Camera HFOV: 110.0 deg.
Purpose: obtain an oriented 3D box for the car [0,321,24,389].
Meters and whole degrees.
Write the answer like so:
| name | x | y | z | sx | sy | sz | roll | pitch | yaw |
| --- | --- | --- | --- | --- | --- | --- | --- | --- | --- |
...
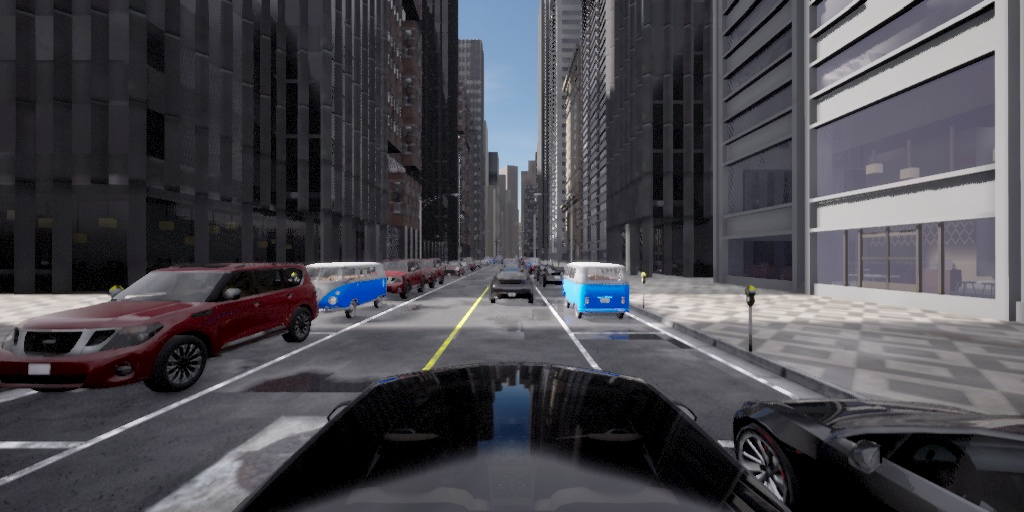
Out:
| name | x | y | z | sx | sy | sz | roll | pitch | yaw |
| --- | --- | --- | --- | --- | --- | --- | --- | --- | --- |
| car | -5.762 | 1.298 | 1.274 | 2.007 | 1.370 | 4.403 | 0 | 0 | 0 |

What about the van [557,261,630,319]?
| name | x | y | z | sx | sy | sz | roll | pitch | yaw |
| --- | --- | --- | --- | --- | --- | --- | --- | --- | --- |
| van | 2.763 | 1.090 | 12.510 | 1.690 | 1.789 | 3.998 | 0 | 0 | 0 |

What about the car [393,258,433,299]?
| name | x | y | z | sx | sy | sz | roll | pitch | yaw |
| --- | --- | --- | --- | --- | --- | --- | --- | --- | --- |
| car | -5.762 | 1.065 | 18.103 | 2.192 | 1.841 | 5.009 | 0 | 0 | 0 |

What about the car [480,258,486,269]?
| name | x | y | z | sx | sy | sz | roll | pitch | yaw |
| --- | --- | --- | --- | --- | --- | --- | --- | --- | --- |
| car | -5.762 | 1.341 | 57.368 | 1.948 | 1.339 | 4.313 | 0 | 0 | 0 |

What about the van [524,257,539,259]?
| name | x | y | z | sx | sy | sz | roll | pitch | yaw |
| --- | --- | --- | --- | --- | --- | --- | --- | --- | --- |
| van | 2.763 | 1.107 | 46.164 | 1.690 | 1.789 | 3.998 | 0 | 0 | 0 |

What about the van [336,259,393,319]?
| name | x | y | z | sx | sy | sz | roll | pitch | yaw |
| --- | --- | --- | --- | --- | --- | --- | --- | --- | --- |
| van | -5.762 | 1.090 | 12.492 | 1.690 | 1.789 | 3.998 | 0 | 0 | 0 |

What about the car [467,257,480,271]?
| name | x | y | z | sx | sy | sz | roll | pitch | yaw |
| --- | --- | --- | --- | --- | --- | --- | --- | --- | --- |
| car | -5.762 | 1.081 | 46.149 | 2.192 | 1.841 | 5.009 | 0 | 0 | 0 |

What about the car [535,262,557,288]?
| name | x | y | z | sx | sy | sz | roll | pitch | yaw |
| --- | --- | --- | --- | --- | --- | --- | --- | --- | --- |
| car | 2.763 | 1.319 | 23.728 | 1.948 | 1.339 | 4.313 | 0 | 0 | 0 |

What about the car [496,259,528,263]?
| name | x | y | z | sx | sy | sz | roll | pitch | yaw |
| --- | --- | --- | --- | --- | --- | --- | --- | --- | --- |
| car | 0.000 | 1.253 | 31.501 | 2.128 | 1.511 | 4.902 | 0 | 0 | 0 |

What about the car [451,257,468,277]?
| name | x | y | z | sx | sy | sz | roll | pitch | yaw |
| --- | --- | --- | --- | --- | --- | --- | --- | --- | --- |
| car | -5.762 | 1.199 | 34.931 | 1.967 | 1.591 | 4.097 | 0 | 0 | 0 |

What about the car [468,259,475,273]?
| name | x | y | z | sx | sy | sz | roll | pitch | yaw |
| --- | --- | --- | --- | --- | --- | --- | --- | --- | --- |
| car | -5.762 | 1.313 | 40.540 | 2.007 | 1.370 | 4.403 | 0 | 0 | 0 |

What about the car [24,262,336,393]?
| name | x | y | z | sx | sy | sz | roll | pitch | yaw |
| --- | --- | --- | --- | --- | --- | --- | --- | --- | --- |
| car | -5.762 | 1.063 | 6.884 | 2.192 | 1.841 | 5.009 | 0 | 0 | 0 |

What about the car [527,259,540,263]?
| name | x | y | z | sx | sy | sz | roll | pitch | yaw |
| --- | --- | --- | --- | --- | --- | --- | --- | --- | --- |
| car | 2.763 | 1.307 | 40.555 | 1.888 | 1.381 | 4.507 | 0 | 0 | 0 |

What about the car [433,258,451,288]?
| name | x | y | z | sx | sy | sz | roll | pitch | yaw |
| --- | --- | --- | --- | --- | --- | --- | --- | --- | --- |
| car | -5.762 | 1.068 | 23.711 | 2.192 | 1.841 | 5.009 | 0 | 0 | 0 |

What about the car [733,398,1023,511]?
| name | x | y | z | sx | sy | sz | roll | pitch | yaw |
| --- | --- | --- | --- | --- | --- | --- | --- | --- | --- |
| car | 2.763 | 1.313 | 1.292 | 1.948 | 1.339 | 4.313 | 0 | 0 | 0 |

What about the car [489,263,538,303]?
| name | x | y | z | sx | sy | sz | roll | pitch | yaw |
| --- | --- | --- | --- | --- | --- | --- | --- | --- | --- |
| car | 0.000 | 1.268 | 16.500 | 1.837 | 1.490 | 4.892 | 0 | 0 | 0 |

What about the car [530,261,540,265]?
| name | x | y | z | sx | sy | sz | roll | pitch | yaw |
| --- | --- | --- | --- | --- | --- | --- | --- | --- | --- |
| car | 2.763 | 1.321 | 29.337 | 1.948 | 1.339 | 4.313 | 0 | 0 | 0 |

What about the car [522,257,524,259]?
| name | x | y | z | sx | sy | sz | roll | pitch | yaw |
| --- | --- | --- | --- | --- | --- | --- | --- | --- | --- |
| car | 2.763 | 1.210 | 51.773 | 1.967 | 1.591 | 4.097 | 0 | 0 | 0 |
